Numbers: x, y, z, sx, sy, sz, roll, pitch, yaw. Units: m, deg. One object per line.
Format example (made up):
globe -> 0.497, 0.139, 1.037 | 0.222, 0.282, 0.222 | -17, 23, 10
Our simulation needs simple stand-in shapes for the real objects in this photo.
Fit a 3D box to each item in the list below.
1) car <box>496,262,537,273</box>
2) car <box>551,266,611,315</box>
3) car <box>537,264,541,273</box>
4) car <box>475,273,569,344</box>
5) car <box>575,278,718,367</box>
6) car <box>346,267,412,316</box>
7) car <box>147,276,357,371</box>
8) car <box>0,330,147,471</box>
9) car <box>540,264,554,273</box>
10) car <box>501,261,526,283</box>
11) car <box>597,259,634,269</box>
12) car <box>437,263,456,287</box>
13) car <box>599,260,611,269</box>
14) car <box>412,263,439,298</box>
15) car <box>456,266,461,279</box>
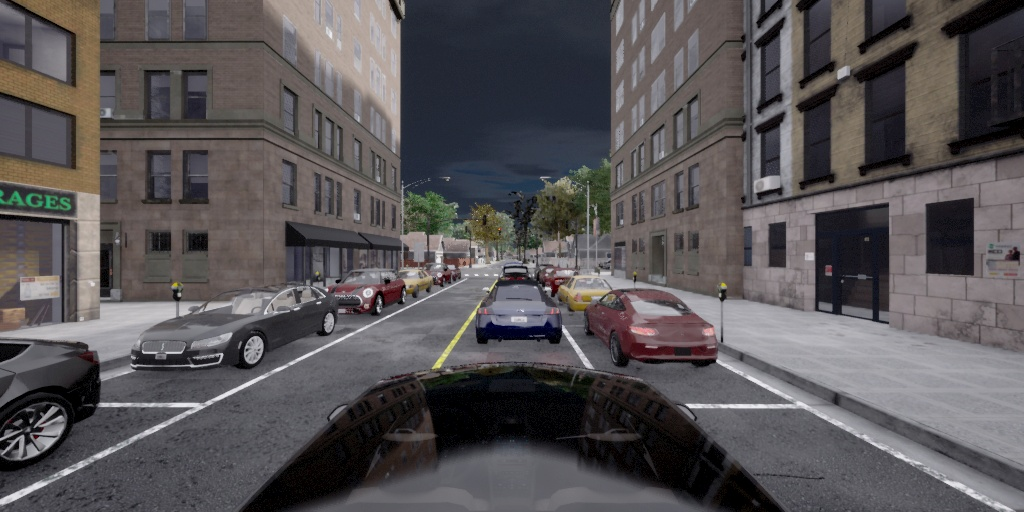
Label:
car -> 0.189, 1.260, 19.592 | 1.837, 1.490, 4.892 | 0, 0, 0
car -> 2.694, 1.278, 13.320 | 1.751, 1.417, 4.829 | 0, 0, 0
car -> 2.753, 1.340, 24.186 | 1.802, 1.307, 4.207 | 0, 0, 0
car -> 0.142, 1.315, 9.607 | 1.994, 1.385, 4.181 | 0, 0, 0
car -> 2.662, 1.332, 7.631 | 1.802, 1.307, 4.207 | 0, 0, 0
car -> -5.332, 1.192, 13.190 | 1.967, 1.591, 4.097 | 0, 0, 0
car -> -5.363, 1.301, 7.672 | 2.007, 1.370, 4.403 | 0, 0, 0
car -> -5.393, 1.316, 2.154 | 1.948, 1.339, 4.313 | 0, 0, 0
car -> 2.723, 1.300, 18.668 | 1.888, 1.381, 4.507 | 0, 0, 0
car -> 0.136, 1.239, 29.273 | 1.882, 1.535, 5.008 | 0, 0, 0
car -> 15.193, 1.181, 52.614 | 4.892, 1.490, 1.837 | 0, 0, 0
car -> -5.272, 1.198, 24.228 | 1.967, 1.591, 4.097 | 0, 0, 0
car -> 14.997, 1.168, 49.357 | 4.902, 1.511, 2.128 | 0, 0, 0
car -> -5.303, 1.280, 18.539 | 1.751, 1.417, 4.829 | 0, 0, 0
car -> -5.242, 1.343, 29.747 | 1.802, 1.307, 4.207 | 0, 0, 0
